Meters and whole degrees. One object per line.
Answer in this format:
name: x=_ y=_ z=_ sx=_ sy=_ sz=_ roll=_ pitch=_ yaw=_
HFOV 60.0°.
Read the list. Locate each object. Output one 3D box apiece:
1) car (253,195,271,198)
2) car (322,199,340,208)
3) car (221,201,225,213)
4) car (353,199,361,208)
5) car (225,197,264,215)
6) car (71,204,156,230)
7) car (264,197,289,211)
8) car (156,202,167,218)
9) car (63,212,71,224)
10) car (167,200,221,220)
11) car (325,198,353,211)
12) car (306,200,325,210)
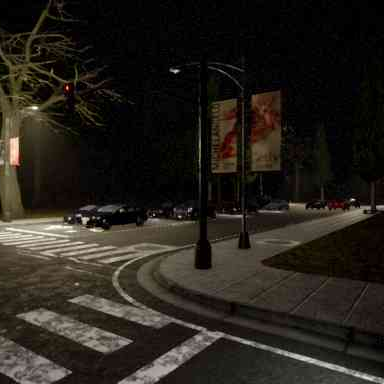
car: x=9.960 y=1.472 z=48.558 sx=2.150 sy=2.045 sz=5.566 roll=0 pitch=0 yaw=38
car: x=23.550 y=1.916 z=56.318 sx=1.812 sy=1.442 sz=4.674 roll=0 pitch=-1 yaw=35
car: x=3.875 y=1.776 z=39.995 sx=1.895 sy=1.301 sz=4.718 roll=0 pitch=0 yaw=35
car: x=26.437 y=1.892 z=54.763 sx=2.128 sy=1.511 sz=4.902 roll=0 pitch=-1 yaw=35
car: x=5.931 y=1.680 z=37.263 sx=1.837 sy=1.490 sz=4.892 roll=0 pitch=0 yaw=35
car: x=-4.977 y=1.566 z=21.782 sx=2.128 sy=1.511 sz=4.902 roll=0 pitch=0 yaw=35
car: x=11.883 y=1.772 z=45.652 sx=1.812 sy=1.442 sz=4.674 roll=0 pitch=0 yaw=36
car: x=-1.855 y=1.666 z=31.847 sx=2.033 sy=1.411 sz=5.357 roll=0 pitch=0 yaw=35
car: x=-7.187 y=1.637 z=24.303 sx=1.994 sy=1.385 sz=4.181 roll=0 pitch=0 yaw=36
car: x=0.275 y=1.472 z=29.237 sx=2.097 sy=1.767 sz=4.553 roll=0 pitch=0 yaw=35
car: x=20.677 y=1.658 z=46.581 sx=2.097 sy=1.767 sz=4.553 roll=0 pitch=0 yaw=35
car: x=17.858 y=1.824 z=48.217 sx=1.812 sy=1.442 sz=4.674 roll=0 pitch=0 yaw=35
